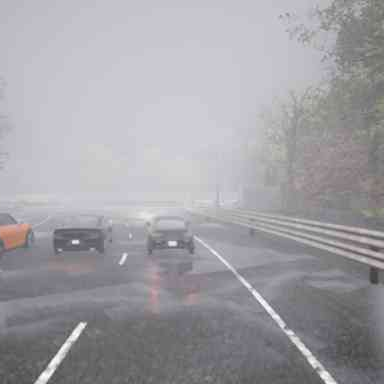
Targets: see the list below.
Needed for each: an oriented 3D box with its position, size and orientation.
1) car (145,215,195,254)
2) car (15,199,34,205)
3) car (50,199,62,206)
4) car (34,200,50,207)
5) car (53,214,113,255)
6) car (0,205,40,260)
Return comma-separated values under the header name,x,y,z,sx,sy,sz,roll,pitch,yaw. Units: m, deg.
name,x,y,z,sx,sy,sz,roll,pitch,yaw
car,-1.005,1.718,14.336,1.812,1.442,4.674,0,0,-8
car,-37.748,2.445,74.225,4.553,1.767,2.097,-1,-1,43
car,-32.775,2.481,79.153,4.553,1.767,2.097,-1,-1,43
car,-35.283,2.586,76.708,5.008,1.535,1.882,-1,-1,43
car,-4.572,1.687,14.554,1.882,1.535,5.008,0,0,-8
car,-7.885,1.553,12.949,2.097,1.767,4.553,0,-1,-7
